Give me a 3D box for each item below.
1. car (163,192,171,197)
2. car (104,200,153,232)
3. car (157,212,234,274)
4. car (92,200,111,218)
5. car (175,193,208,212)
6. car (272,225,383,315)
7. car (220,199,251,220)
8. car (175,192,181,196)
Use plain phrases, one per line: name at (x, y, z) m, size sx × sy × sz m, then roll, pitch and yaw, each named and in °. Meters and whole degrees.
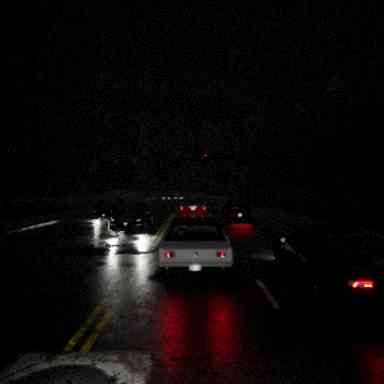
car at (-7.053, 0.702, 92.756) m, size 1.837 × 1.490 × 4.892 m, roll 0°, pitch 1°, yaw -2°
car at (-3.355, 1.355, 19.140) m, size 1.837 × 1.490 × 4.892 m, roll 0°, pitch 0°, yaw 0°
car at (0.086, 1.519, 10.239) m, size 1.895 × 1.301 × 4.718 m, roll 0°, pitch 0°, yaw 0°
car at (-6.595, 1.331, 27.417) m, size 2.033 × 1.411 × 5.357 m, roll 0°, pitch 0°, yaw 0°
car at (0.078, 1.152, 25.193) m, size 2.097 × 1.767 × 4.553 m, roll 0°, pitch 0°, yaw 0°
car at (3.331, 1.486, 7.752) m, size 2.033 × 1.411 × 5.357 m, roll 0°, pitch 0°, yaw 0°
car at (3.329, 1.304, 25.458) m, size 1.837 × 1.490 × 4.892 m, roll 0°, pitch 1°, yaw 0°
car at (-3.808, 0.678, 92.937) m, size 1.882 × 1.535 × 5.008 m, roll 0°, pitch 1°, yaw -2°
